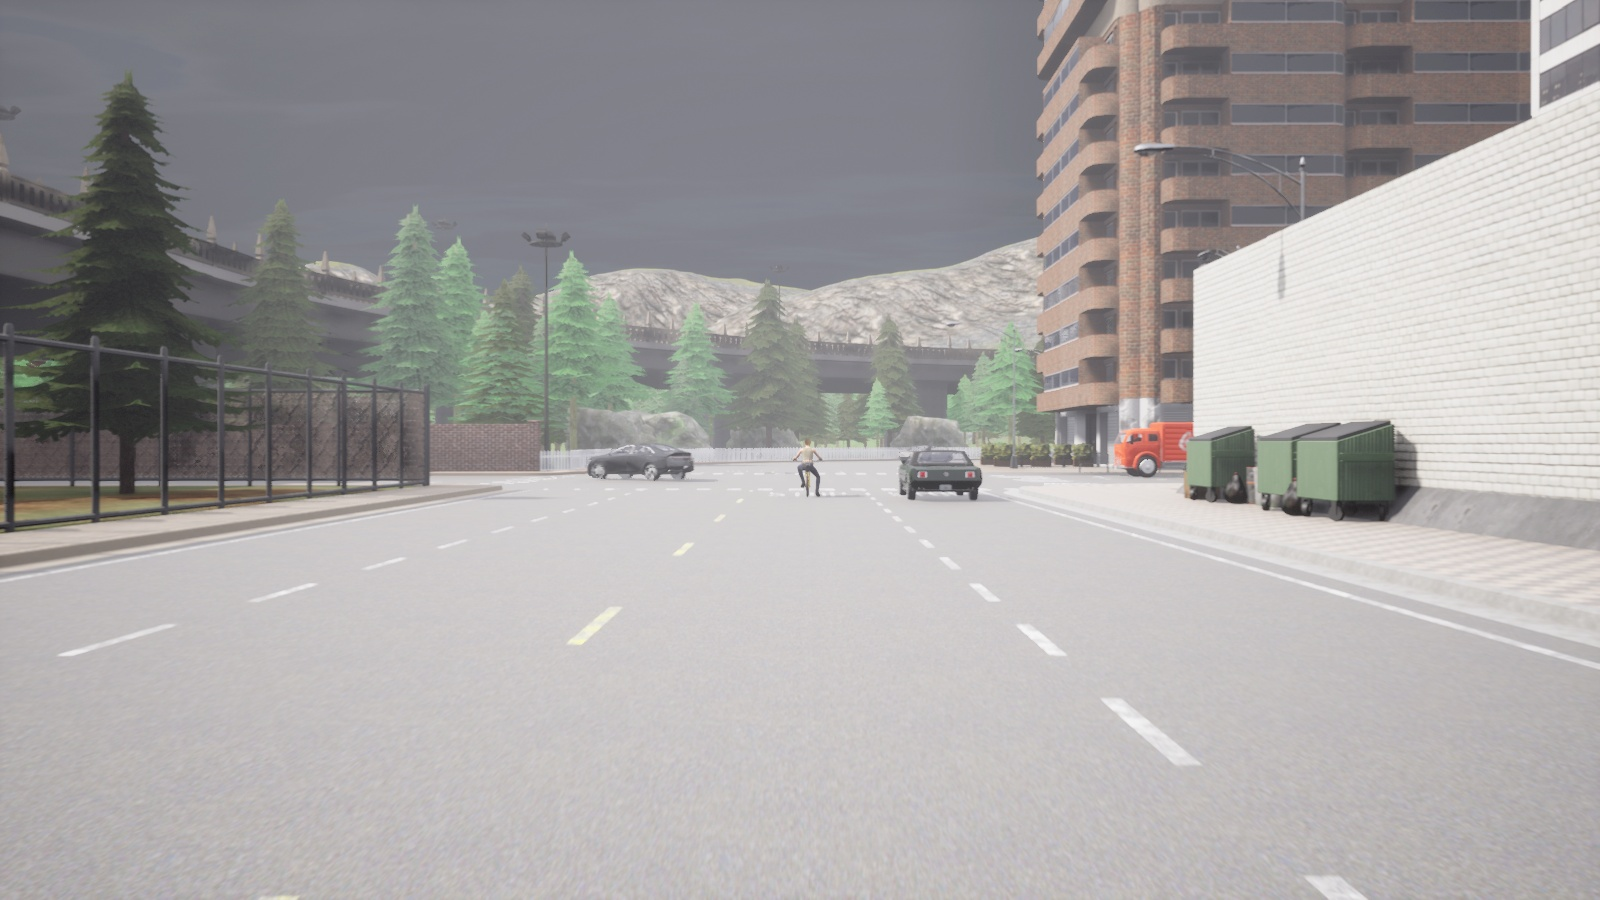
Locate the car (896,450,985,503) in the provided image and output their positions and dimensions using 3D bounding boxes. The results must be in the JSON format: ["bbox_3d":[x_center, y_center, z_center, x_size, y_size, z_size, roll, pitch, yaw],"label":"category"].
[{"bbox_3d":[3.707,0.659,33.875,1.895,1.301,4.718,0,0,0],"label":"car"}]

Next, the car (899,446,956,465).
[{"bbox_3d":[8.823,0.365,86.693,1.895,1.301,4.718,0,0,34],"label":"car"}]

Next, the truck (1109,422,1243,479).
[{"bbox_3d":[16.764,0.012,56.211,5.204,2.467,2.627,0,0,0],"label":"truck"}]

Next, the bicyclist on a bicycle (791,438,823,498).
[{"bbox_3d":[0.211,0.488,34.675,0.866,1.612,1.509,0,0,1],"label":"bicyclist on a bicycle"}]

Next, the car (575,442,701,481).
[{"bbox_3d":[-6.636,0.434,51.304,4.902,1.511,2.128,0,0,34],"label":"car"}]
